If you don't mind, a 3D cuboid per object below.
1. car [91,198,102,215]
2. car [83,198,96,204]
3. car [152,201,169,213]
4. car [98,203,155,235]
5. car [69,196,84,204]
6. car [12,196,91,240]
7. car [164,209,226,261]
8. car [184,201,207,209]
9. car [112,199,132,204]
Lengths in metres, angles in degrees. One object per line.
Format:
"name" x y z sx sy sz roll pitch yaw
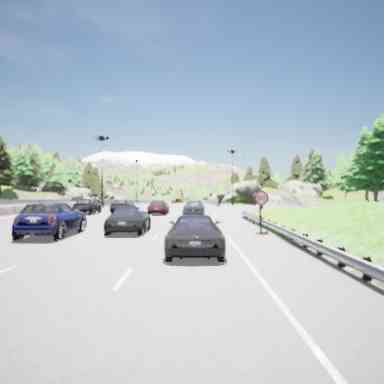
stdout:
"car" -10.398 1.474 33.311 2.128 1.511 4.902 0 -1 0
"car" -27.441 2.352 89.345 1.882 1.535 5.008 0 -2 1
"car" -3.401 1.559 33.901 1.994 1.385 4.181 0 0 0
"car" -3.401 1.494 18.141 1.994 1.385 4.181 0 0 0
"car" -30.941 2.095 89.368 2.150 2.045 5.566 0 -2 1
"car" -6.901 1.281 16.589 2.097 1.767 4.553 0 0 0
"car" 0.096 1.510 12.041 1.994 1.385 4.181 0 0 0
"car" 0.234 1.496 27.935 2.033 1.411 5.357 0 -1 3
"car" -6.898 1.480 33.324 2.128 1.511 4.902 0 -1 0
